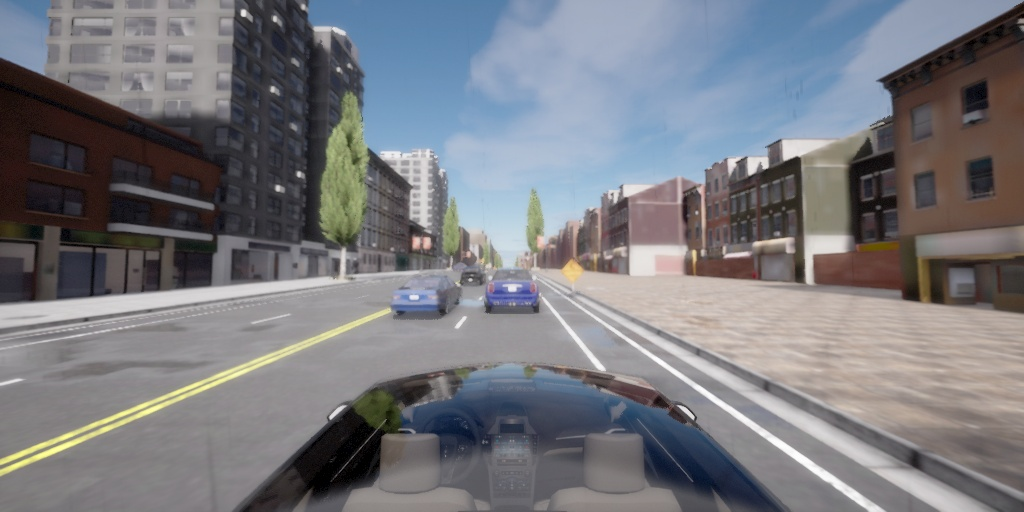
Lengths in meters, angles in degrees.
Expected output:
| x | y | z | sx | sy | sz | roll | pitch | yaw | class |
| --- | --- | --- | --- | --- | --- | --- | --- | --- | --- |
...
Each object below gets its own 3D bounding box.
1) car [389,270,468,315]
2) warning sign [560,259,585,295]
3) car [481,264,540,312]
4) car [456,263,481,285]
| x | y | z | sx | sy | sz | roll | pitch | yaw | class |
| --- | --- | --- | --- | --- | --- | --- | --- | --- | --- |
| -3.236 | 1.451 | 14.431 | 2.033 | 1.411 | 5.357 | 0 | -1 | 0 | car |
| 3.229 | 1.077 | 18.858 | 1.300 | 1.860 | 1.060 | 0 | 0 | 0 | warning sign |
| 0.025 | 1.266 | 15.342 | 2.097 | 1.767 | 4.553 | 0 | -1 | 0 | car |
| -3.222 | 1.634 | 30.387 | 1.837 | 1.490 | 4.892 | 0 | 0 | 0 | car |
